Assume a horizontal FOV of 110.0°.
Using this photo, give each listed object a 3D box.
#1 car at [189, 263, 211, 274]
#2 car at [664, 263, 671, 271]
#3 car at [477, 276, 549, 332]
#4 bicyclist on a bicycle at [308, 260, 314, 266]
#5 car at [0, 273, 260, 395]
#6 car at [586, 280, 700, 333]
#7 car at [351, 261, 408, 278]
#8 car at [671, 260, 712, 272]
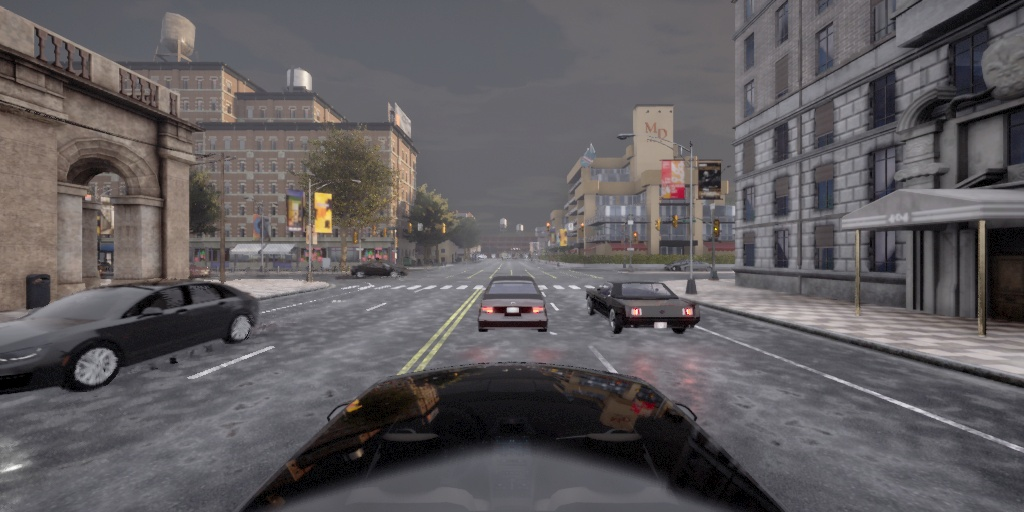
[{"bbox_3d":[-30.457,1.276,32.936,4.674,1.442,1.812,0,0,0],"label":"car"},{"bbox_3d":[23.004,1.242,48.255,4.902,1.511,2.128,0,0,0],"label":"car"},{"bbox_3d":[0.019,1.297,10.821,2.033,1.411,5.357,0,0,0],"label":"car"},{"bbox_3d":[-31.369,1.050,55.916,0.582,1.620,1.656,0,0,0],"label":"bicyclist on a bicycle"},{"bbox_3d":[-7.115,1.255,6.831,1.837,1.490,4.892,0,0,0],"label":"car"},{"bbox_3d":[3.520,1.351,10.703,1.895,1.301,4.718,0,0,0],"label":"car"},{"bbox_3d":[-12.155,1.227,32.981,5.008,1.535,1.882,0,0,0],"label":"car"},{"bbox_3d":[22.709,1.314,44.758,4.181,1.385,1.994,0,0,0],"label":"car"}]
